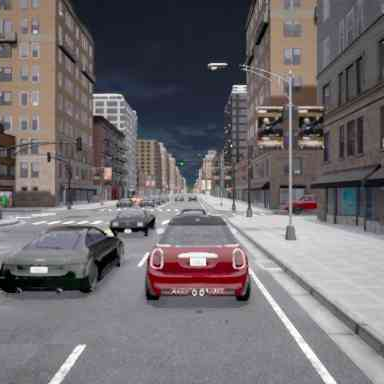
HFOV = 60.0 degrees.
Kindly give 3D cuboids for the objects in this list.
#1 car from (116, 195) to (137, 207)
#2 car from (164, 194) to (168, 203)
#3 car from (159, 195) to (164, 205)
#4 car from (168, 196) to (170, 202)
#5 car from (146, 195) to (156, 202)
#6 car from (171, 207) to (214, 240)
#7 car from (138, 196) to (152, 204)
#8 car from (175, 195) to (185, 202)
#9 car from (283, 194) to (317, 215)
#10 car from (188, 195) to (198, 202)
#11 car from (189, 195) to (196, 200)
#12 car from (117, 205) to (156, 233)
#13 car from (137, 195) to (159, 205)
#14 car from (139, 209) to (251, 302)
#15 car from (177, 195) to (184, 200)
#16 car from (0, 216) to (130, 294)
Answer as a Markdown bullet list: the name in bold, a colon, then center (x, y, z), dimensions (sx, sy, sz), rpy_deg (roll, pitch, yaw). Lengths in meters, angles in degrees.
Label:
- **car**: center (-9.723, 1.581, 48.693), dimensions (1.994, 1.385, 4.181), rpy_deg (0, 0, 0)
- **car**: center (-6.354, 1.524, 66.644), dimensions (1.837, 1.490, 4.892), rpy_deg (0, 0, 1)
- **car**: center (-6.430, 1.582, 57.703), dimensions (1.994, 1.385, 4.181), rpy_deg (0, 0, 0)
- **car**: center (-6.299, 1.369, 76.649), dimensions (2.097, 1.767, 4.553), rpy_deg (0, 0, 0)
- **car**: center (-9.546, 1.519, 77.878), dimensions (1.812, 1.442, 4.674), rpy_deg (0, 0, 0)
- **car**: center (0.072, 1.572, 17.653), dimensions (1.994, 1.385, 4.181), rpy_deg (0, 0, 1)
- **car**: center (-9.585, 1.566, 67.689), dimensions (2.033, 1.411, 5.357), rpy_deg (0, 0, 0)
- **car**: center (-3.045, 1.570, 78.245), dimensions (1.994, 1.385, 4.181), rpy_deg (0, 0, 0)
- **car**: center (12.355, 1.274, 34.428), dimensions (5.566, 2.045, 2.150), rpy_deg (0, 0, 0)
- **car**: center (0.205, 1.373, 78.206), dimensions (2.097, 1.767, 4.553), rpy_deg (0, 0, 0)
- **car**: center (0.231, 1.414, 88.239), dimensions (1.812, 1.442, 4.674), rpy_deg (0, 0, 0)
- **car**: center (-3.103, 1.609, 18.421), dimensions (1.895, 1.301, 4.718), rpy_deg (0, 0, 0)
- **car**: center (-6.467, 1.581, 49.305), dimensions (1.994, 1.385, 4.181), rpy_deg (0, 0, 0)
- **car**: center (0.122, 1.355, 8.457), dimensions (2.097, 1.767, 4.553), rpy_deg (0, 0, 0)
- **car**: center (-3.019, 1.415, 88.248), dimensions (1.812, 1.442, 4.674), rpy_deg (0, 0, 0)
- **car**: center (-3.128, 1.568, 8.829), dimensions (1.994, 1.385, 4.181), rpy_deg (0, 0, 0)
